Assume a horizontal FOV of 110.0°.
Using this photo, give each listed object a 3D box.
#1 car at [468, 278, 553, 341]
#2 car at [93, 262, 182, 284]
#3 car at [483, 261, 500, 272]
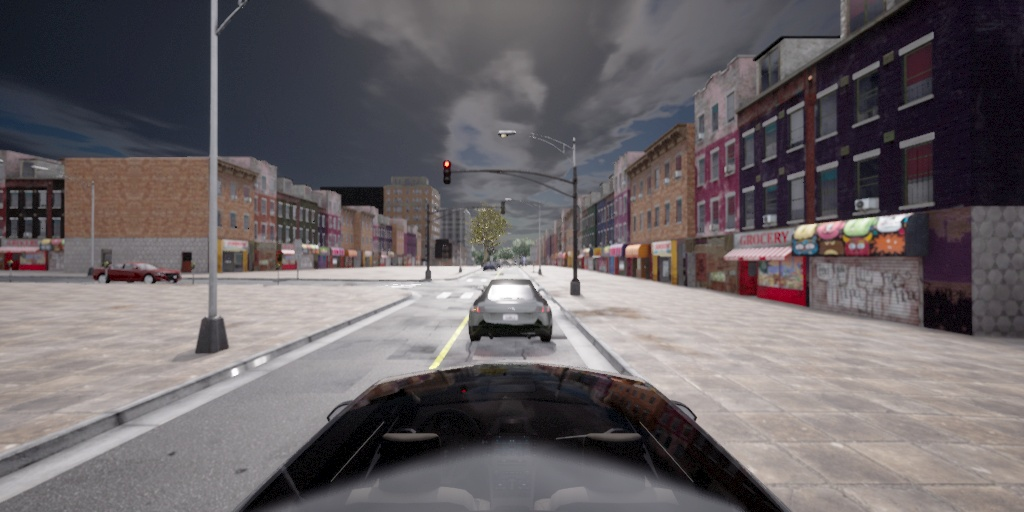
[{"bbox_3d":[-0.033,1.298,9.788,1.994,1.385,4.181,0,0,0],"label":"car"},{"bbox_3d":[-23.344,1.047,22.419,4.507,1.381,1.888,0,0,0],"label":"car"},{"bbox_3d":[-3.089,1.495,50.462,1.895,1.301,4.718,0,0,0],"label":"car"}]
